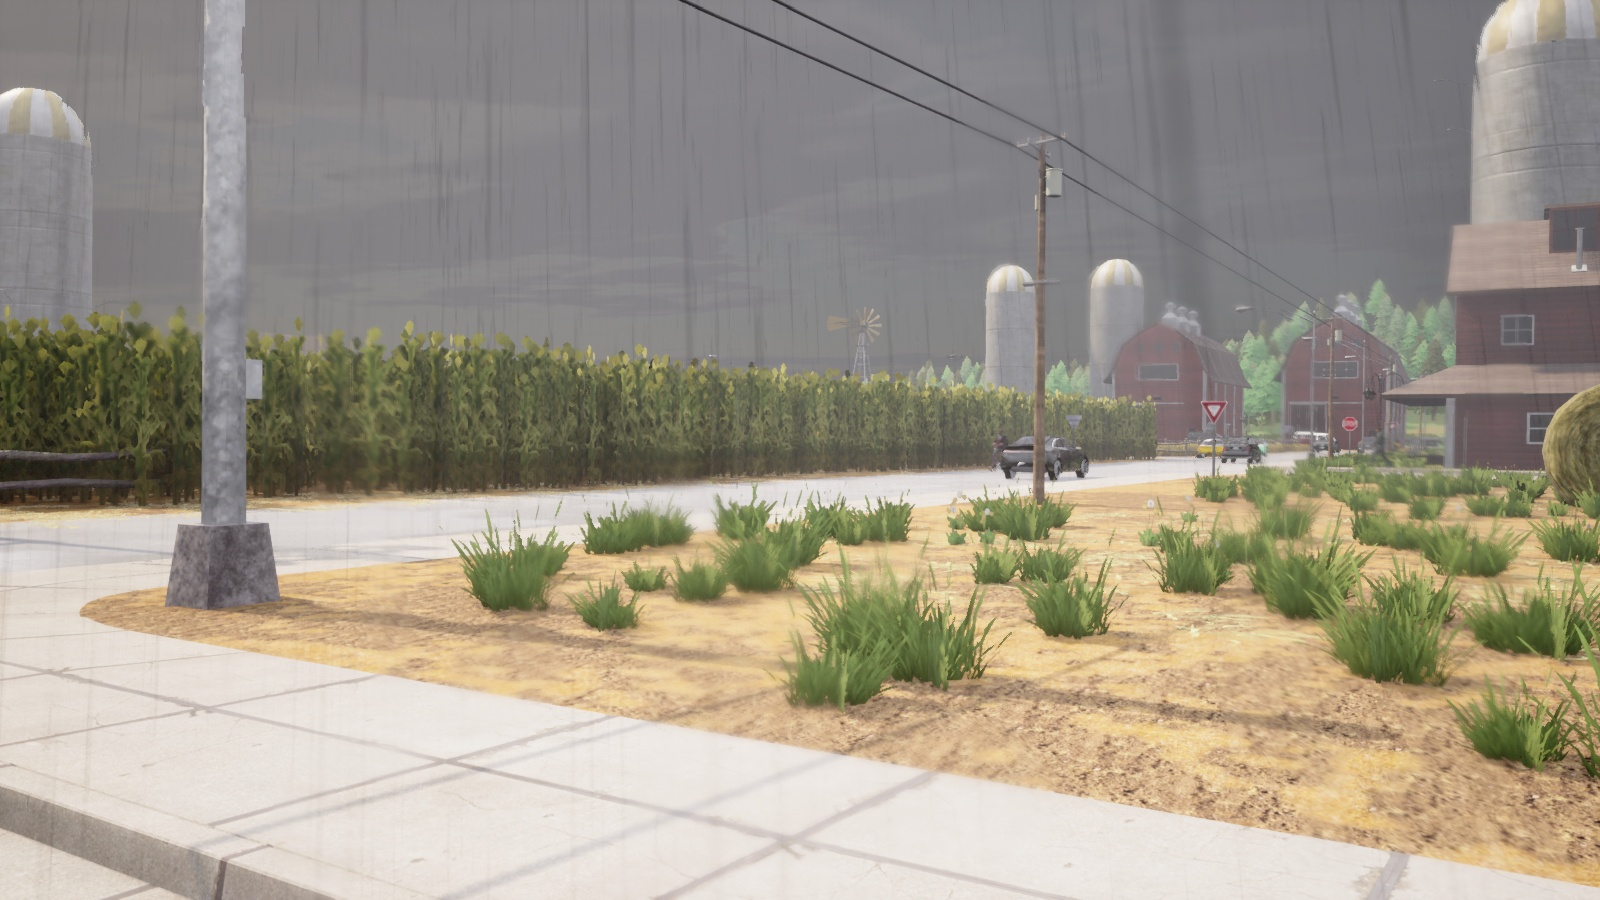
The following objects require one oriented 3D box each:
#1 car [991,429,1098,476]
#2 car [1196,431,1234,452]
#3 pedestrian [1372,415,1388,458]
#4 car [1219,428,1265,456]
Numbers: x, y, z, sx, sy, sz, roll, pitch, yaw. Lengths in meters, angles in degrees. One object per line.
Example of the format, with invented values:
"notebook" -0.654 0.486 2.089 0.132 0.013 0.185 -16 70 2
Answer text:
"car" 8.551 0.051 43.583 2.128 1.511 4.902 0 1 31
"car" 28.125 -0.595 85.111 2.207 1.376 1.481 -1 1 6
"pedestrian" 25.050 -0.566 54.255 0.614 1.847 0.353 0 1 27
"car" 25.438 -0.472 72.221 1.789 1.549 3.705 0 1 30
